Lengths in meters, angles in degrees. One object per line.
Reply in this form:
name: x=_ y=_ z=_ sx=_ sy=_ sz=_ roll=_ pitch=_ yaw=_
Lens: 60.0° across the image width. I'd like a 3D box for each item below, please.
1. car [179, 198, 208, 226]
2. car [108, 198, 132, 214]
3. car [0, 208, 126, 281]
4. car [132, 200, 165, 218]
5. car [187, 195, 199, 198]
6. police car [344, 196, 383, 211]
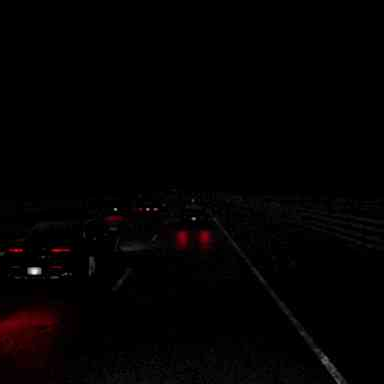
car: x=0.103 y=1.387 z=21.971 sx=1.812 sy=1.442 sz=4.674 roll=0 pitch=1 yaw=0
car: x=-6.896 y=1.310 z=32.496 sx=1.837 sy=1.490 sz=4.892 roll=0 pitch=0 yaw=0
car: x=-3.400 y=1.441 z=9.604 sx=1.837 sy=1.490 sz=4.892 roll=0 pitch=0 yaw=0
car: x=-3.395 y=1.375 z=28.100 sx=2.033 sy=1.411 sz=5.357 roll=0 pitch=0 yaw=0
car: x=0.107 y=1.108 z=41.279 sx=2.097 sy=1.767 sz=4.553 roll=0 pitch=0 yaw=0
police car: x=20.247 y=1.341 z=39.290 sx=1.930 sy=1.638 sz=5.238 roll=0 pitch=0 yaw=-19
